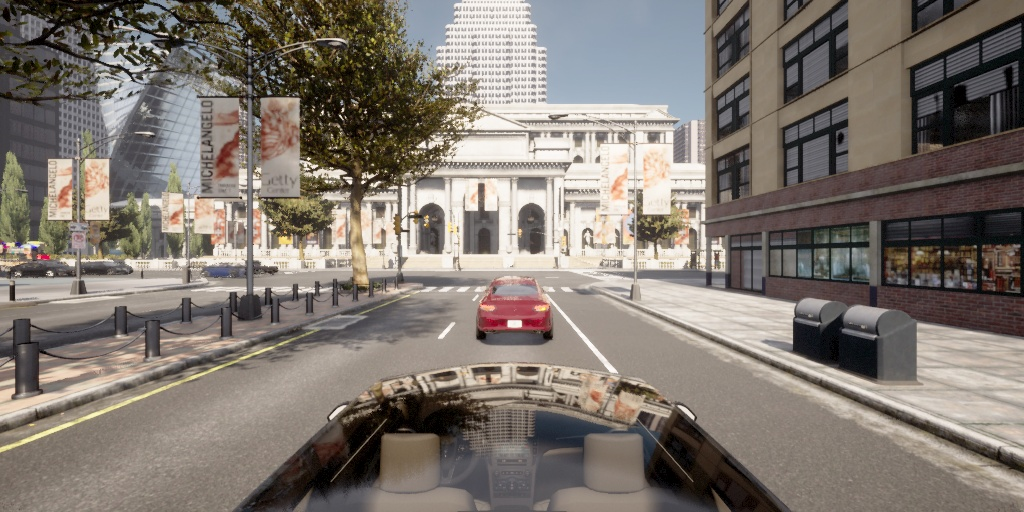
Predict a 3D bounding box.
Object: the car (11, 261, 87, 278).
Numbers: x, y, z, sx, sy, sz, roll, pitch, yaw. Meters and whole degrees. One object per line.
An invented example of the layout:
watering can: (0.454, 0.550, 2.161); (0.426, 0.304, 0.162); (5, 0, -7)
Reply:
car: (-43.330, 1.254, 33.379); (4.892, 1.490, 1.837); (0, 0, 0)

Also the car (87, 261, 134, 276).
car: (-41.860, 1.275, 36.889); (4.674, 1.442, 1.812); (0, 0, 0)

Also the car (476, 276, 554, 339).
car: (0.074, 1.276, 9.929); (1.812, 1.442, 4.674); (0, 0, 0)

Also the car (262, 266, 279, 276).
car: (-26.730, 1.351, 36.838); (4.718, 1.301, 1.895); (0, 0, 0)

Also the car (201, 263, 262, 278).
car: (-26.269, 1.314, 33.334); (4.181, 1.385, 1.994); (0, 0, 0)
